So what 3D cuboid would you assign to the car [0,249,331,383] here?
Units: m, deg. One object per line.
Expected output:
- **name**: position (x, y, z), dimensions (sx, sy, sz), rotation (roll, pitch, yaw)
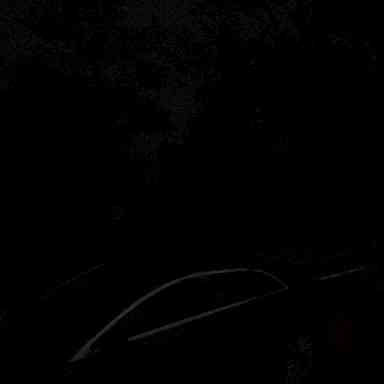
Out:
- **car**: position (-0.480, 1.477, 3.649), dimensions (4.902, 1.511, 2.128), rotation (-1, 0, -35)
